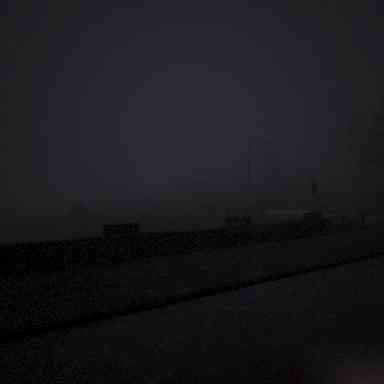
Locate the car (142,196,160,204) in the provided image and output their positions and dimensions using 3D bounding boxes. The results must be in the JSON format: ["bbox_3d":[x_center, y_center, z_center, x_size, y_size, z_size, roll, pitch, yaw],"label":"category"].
[{"bbox_3d":[-8.183,1.471,65.443,1.882,1.535,5.008,0,0,-35],"label":"car"}]

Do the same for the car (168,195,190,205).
[{"bbox_3d":[-2.311,1.346,57.291,2.097,1.767,4.553,0,0,-35],"label":"car"}]

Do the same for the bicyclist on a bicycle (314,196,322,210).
[{"bbox_3d":[15.178,1.342,40.088,1.656,1.620,0.582,0,0,-35],"label":"bicyclist on a bicycle"}]
